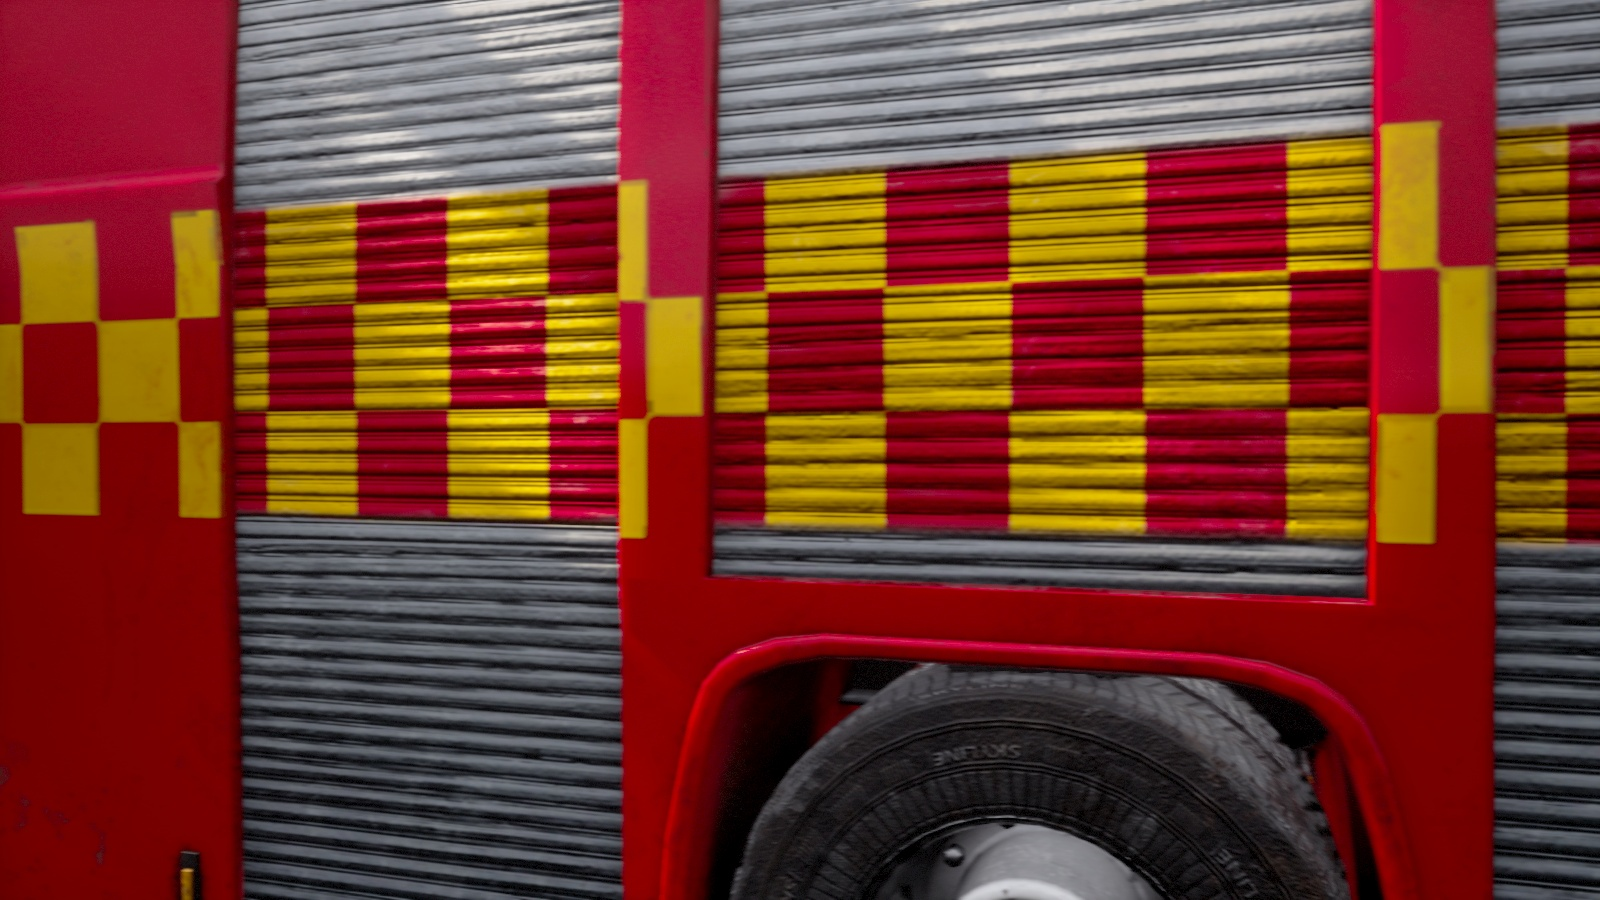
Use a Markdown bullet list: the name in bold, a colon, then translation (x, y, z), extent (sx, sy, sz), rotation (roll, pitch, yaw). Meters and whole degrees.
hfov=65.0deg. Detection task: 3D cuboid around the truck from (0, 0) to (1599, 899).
- **truck**: translation (-1.877, -0.415, 4.334), extent (8.468, 3.827, 2.891), rotation (1, 1, 19)
